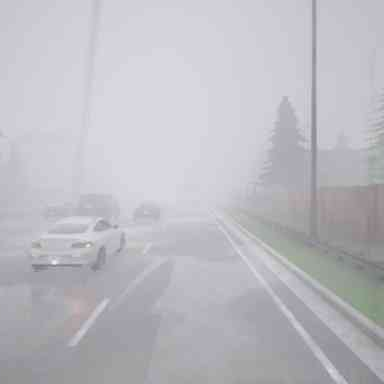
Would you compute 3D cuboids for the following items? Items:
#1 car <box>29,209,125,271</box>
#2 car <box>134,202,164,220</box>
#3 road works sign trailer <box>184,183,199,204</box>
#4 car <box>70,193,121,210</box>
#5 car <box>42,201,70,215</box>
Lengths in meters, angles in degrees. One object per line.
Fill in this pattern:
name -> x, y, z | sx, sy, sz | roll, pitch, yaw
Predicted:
car -> -3.415, 1.482, 10.564 | 1.812, 1.442, 4.674 | 0, 0, 0
car -> -3.400, 1.454, 26.520 | 1.994, 1.385, 4.181 | 0, 0, 0
road works sign trailer -> 0.001, 0.235, 55.359 | 2.380, 3.560, 2.880 | 0, 0, 0
car -> -6.900, 1.118, 24.930 | 2.150, 2.045, 5.566 | 0, 0, 0
car -> -10.413, 1.414, 26.862 | 1.812, 1.442, 4.674 | 0, 0, 0
